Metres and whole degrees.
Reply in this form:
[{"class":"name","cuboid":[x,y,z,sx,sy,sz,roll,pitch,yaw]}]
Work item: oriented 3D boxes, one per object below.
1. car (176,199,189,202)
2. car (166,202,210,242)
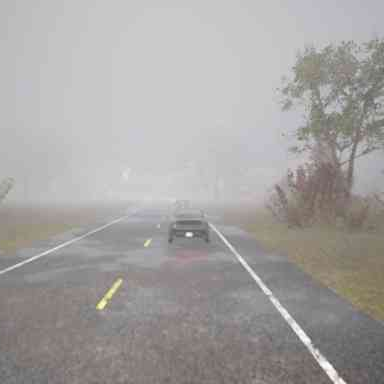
[{"class":"car","cuboid":[-1.086,1.502,36.743,2.033,1.411,5.357,0,0,-3]},{"class":"car","cuboid":[-0.184,1.496,16.243,1.837,1.490,4.892,0,1,-2]}]
